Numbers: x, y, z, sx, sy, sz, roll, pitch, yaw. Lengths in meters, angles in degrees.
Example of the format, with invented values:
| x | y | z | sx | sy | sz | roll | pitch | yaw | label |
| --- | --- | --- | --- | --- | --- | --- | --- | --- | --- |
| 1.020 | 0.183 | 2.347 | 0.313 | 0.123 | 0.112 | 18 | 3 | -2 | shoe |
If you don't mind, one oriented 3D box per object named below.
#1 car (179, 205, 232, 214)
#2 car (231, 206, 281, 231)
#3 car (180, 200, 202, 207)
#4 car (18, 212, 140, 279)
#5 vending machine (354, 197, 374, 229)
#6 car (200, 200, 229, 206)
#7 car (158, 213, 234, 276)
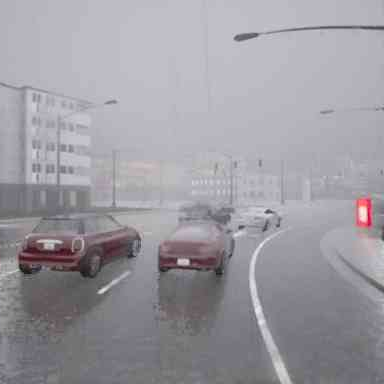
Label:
| x | y | z | sx | sy | sz | roll | pitch | yaw | label |
| --- | --- | --- | --- | --- | --- | --- | --- | --- | --- |
| 1.033 | 1.823 | 23.112 | 1.895 | 1.301 | 4.718 | 0 | -1 | 29 | car |
| 4.527 | 1.739 | 22.139 | 1.812 | 1.442 | 4.674 | 0 | 0 | 30 | car |
| 0.412 | 1.739 | 40.644 | 2.097 | 1.767 | 4.553 | 0 | -1 | 38 | car |
| -3.298 | 1.454 | 10.740 | 2.097 | 1.767 | 4.553 | 0 | -1 | 11 | car |
| 11.769 | 1.417 | 22.748 | 1.100 | 2.100 | 0.880 | 0 | -1 | 36 | vending machine |
| 3.208 | 1.933 | 38.535 | 1.994 | 1.385 | 4.181 | 0 | -1 | 38 | car |
| 0.267 | 1.629 | 10.714 | 1.812 | 1.442 | 4.674 | 0 | 0 | 12 | car |
